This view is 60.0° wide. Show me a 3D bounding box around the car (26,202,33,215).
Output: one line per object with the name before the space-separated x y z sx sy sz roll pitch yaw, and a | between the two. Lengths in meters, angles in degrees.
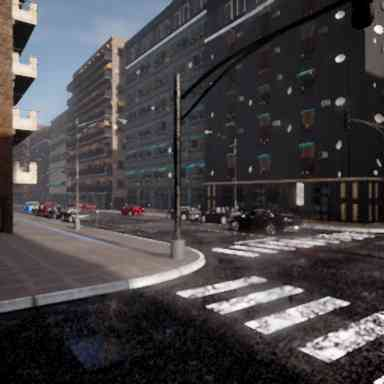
car | -20.948 2.483 45.802 2.008 1.369 4.403 -1 0 -36

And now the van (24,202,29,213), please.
van | -24.235 2.388 50.380 1.690 1.788 3.998 -1 0 -36

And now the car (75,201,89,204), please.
car | -17.386 2.576 55.160 1.887 1.381 4.507 -2 0 -36

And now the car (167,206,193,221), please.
car | -0.831 2.017 32.264 2.008 1.369 4.403 -2 0 -36

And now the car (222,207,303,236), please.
car | 4.332 1.748 20.258 1.837 1.490 4.892 0 -1 -36

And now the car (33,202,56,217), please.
car | -17.675 2.134 41.225 2.192 1.841 5.009 -1 0 -36

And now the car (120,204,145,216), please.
car | -7.475 2.234 41.359 1.887 1.381 4.507 -2 0 -36

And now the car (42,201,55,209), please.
car | -33.786 3.054 78.044 1.967 1.590 4.097 -2 0 -36

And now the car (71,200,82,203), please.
car | -20.673 2.462 59.738 2.192 1.841 5.009 -2 0 -36

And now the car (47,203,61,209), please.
car | -30.502 3.077 73.468 1.802 1.307 4.206 -2 0 -36

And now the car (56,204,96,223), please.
car | -11.247 2.145 31.969 2.008 1.369 4.403 -1 0 -36

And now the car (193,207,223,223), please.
car | 2.396 1.910 27.774 2.008 1.369 4.403 -2 0 -36

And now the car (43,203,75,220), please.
car | -14.526 2.272 36.546 1.947 1.339 4.313 -1 0 -36
